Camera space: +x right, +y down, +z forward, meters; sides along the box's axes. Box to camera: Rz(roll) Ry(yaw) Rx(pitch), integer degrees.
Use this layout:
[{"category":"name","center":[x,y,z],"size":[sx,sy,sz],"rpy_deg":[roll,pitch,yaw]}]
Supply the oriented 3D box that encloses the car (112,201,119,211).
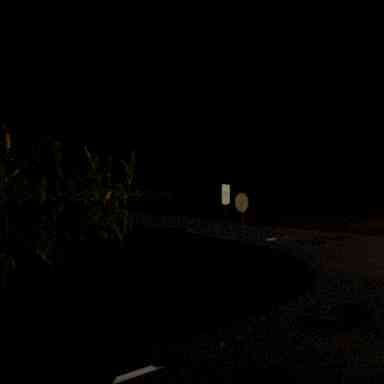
[{"category":"car","center":[-10.932,1.761,42.748],"size":[2.033,1.411,5.357],"rpy_deg":[0,0,-35]}]
